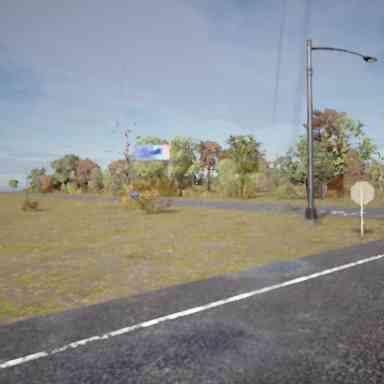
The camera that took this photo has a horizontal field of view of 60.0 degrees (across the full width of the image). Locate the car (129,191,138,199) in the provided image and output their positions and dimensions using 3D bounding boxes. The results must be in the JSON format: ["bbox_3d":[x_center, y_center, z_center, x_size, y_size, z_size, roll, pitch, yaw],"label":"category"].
[{"bbox_3d":[-10.724,0.582,65.196,2.097,1.767,4.553,-1,1,-34],"label":"car"}]
